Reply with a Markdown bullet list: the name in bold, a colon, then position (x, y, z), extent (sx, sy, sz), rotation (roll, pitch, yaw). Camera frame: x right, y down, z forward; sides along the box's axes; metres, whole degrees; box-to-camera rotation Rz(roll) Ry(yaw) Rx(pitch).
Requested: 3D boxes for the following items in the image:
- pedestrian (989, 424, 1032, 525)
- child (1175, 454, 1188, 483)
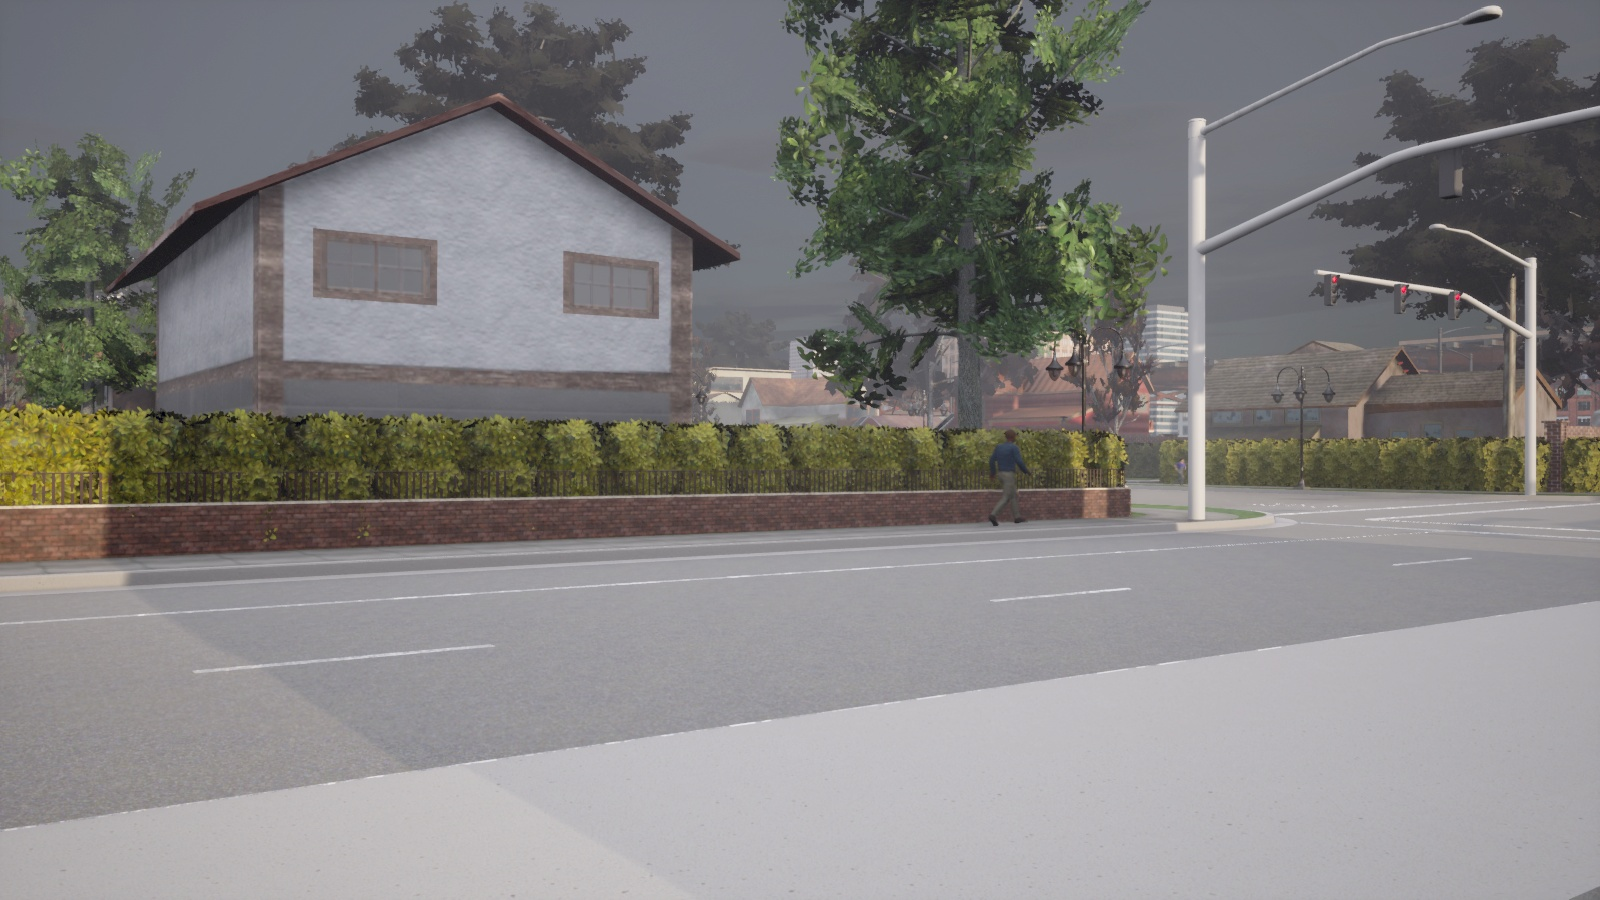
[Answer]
- **pedestrian**: position (3.906, 0.447, 23.274), extent (0.726, 1.835, 0.370), rotation (0, 0, -33)
- **child**: position (16.258, 0.786, 53.477), extent (0.270, 1.263, 0.437), rotation (0, 0, -34)
